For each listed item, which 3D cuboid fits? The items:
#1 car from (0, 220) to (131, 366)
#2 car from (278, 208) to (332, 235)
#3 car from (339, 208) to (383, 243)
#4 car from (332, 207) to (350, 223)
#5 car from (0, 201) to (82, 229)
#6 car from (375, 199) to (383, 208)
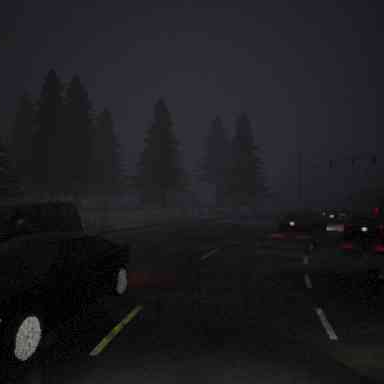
[{"bbox_3d":[-2.772,1.538,6.205,1.882,1.535,5.008,0,-1,11],"label":"car"},{"bbox_3d":[6.958,1.797,20.761,1.994,1.385,4.181,0,-1,37],"label":"car"},{"bbox_3d":[9.295,1.769,17.616,1.994,1.385,4.181,0,-1,31],"label":"car"},{"bbox_3d":[12.335,1.876,27.218,4.181,1.385,1.994,1,-1,-43],"label":"car"},{"bbox_3d":[-5.521,1.318,10.147,2.150,2.045,5.566,0,-1,15],"label":"car"},{"bbox_3d":[15.918,1.521,25.333,5.566,2.045,2.150,1,-1,-39],"label":"car"}]
